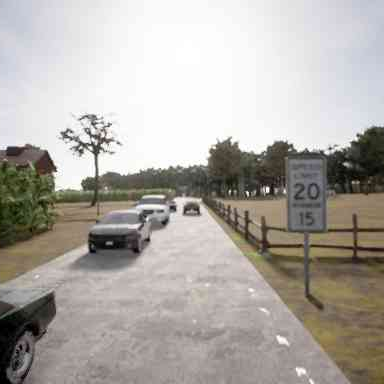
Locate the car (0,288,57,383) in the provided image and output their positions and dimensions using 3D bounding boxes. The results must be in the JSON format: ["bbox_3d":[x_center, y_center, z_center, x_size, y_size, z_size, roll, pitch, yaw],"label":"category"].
[{"bbox_3d":[-2.954,1.609,2.611,1.895,1.301,4.718,0,0,2],"label":"car"}]

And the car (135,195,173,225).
[{"bbox_3d":[-2.856,1.261,24.645,2.150,2.045,5.566,0,0,0],"label":"car"}]

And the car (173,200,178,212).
[{"bbox_3d":[-2.781,1.673,40.686,1.895,1.301,4.718,0,0,0],"label":"car"}]

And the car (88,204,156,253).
[{"bbox_3d":[-2.857,1.503,14.014,1.882,1.535,5.008,0,0,0],"label":"car"}]

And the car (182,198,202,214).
[{"bbox_3d":[-0.026,1.568,36.303,1.837,1.490,4.892,0,0,0],"label":"car"}]

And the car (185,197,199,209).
[{"bbox_3d":[-0.021,1.562,48.331,1.882,1.535,5.008,0,0,0],"label":"car"}]
